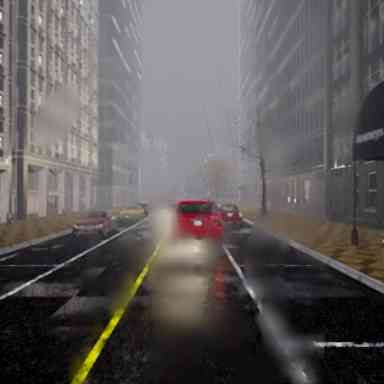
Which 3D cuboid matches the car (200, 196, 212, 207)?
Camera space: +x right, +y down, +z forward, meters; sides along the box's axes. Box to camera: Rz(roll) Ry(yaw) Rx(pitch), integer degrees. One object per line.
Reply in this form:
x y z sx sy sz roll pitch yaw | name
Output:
2.577 1.750 63.116 2.192 1.841 5.009 0 0 0 | car

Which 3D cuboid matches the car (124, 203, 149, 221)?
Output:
-5.311 1.734 29.663 1.752 1.417 4.829 0 0 0 | car

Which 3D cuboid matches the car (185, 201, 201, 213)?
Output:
0.106 1.862 42.867 1.994 1.385 4.181 0 0 0 | car

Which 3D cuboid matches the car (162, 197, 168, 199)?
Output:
-5.308 1.943 57.570 1.887 1.381 4.507 0 0 0 | car

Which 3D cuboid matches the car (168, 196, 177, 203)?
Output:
-5.303 1.931 90.856 2.192 1.841 5.009 0 0 0 | car

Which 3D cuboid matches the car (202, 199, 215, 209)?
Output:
2.572 1.887 52.192 1.752 1.417 4.829 0 0 0 | car

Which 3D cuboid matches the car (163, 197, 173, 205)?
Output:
-5.305 1.948 74.213 1.967 1.590 4.097 0 0 0 | car

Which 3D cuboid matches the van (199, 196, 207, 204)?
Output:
2.576 1.886 79.760 1.690 1.788 3.998 0 0 0 | van

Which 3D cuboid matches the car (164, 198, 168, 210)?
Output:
-2.743 1.936 48.006 1.895 1.301 4.718 0 0 0 | car

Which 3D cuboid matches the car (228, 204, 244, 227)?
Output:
2.568 1.612 24.286 1.967 1.590 4.097 0 0 0 | car

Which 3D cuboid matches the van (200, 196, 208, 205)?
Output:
2.575 1.849 74.212 1.690 1.788 3.998 0 0 0 | van

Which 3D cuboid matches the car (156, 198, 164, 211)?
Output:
-5.309 1.905 46.476 1.802 1.307 4.206 0 0 0 | car

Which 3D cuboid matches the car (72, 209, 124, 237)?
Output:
-5.313 1.715 18.738 1.802 1.307 4.206 0 0 0 | car

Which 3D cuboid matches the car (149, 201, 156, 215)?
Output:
-5.311 1.814 35.380 1.947 1.339 4.313 0 0 0 | car

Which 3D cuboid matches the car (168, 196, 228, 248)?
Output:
0.133 1.333 15.654 2.150 2.045 5.566 0 0 -2 | car
